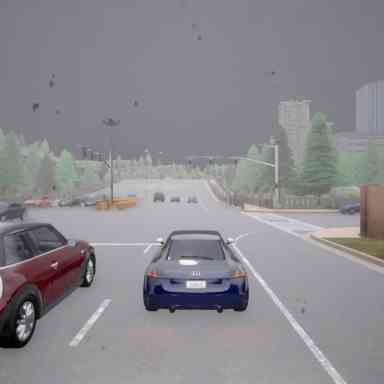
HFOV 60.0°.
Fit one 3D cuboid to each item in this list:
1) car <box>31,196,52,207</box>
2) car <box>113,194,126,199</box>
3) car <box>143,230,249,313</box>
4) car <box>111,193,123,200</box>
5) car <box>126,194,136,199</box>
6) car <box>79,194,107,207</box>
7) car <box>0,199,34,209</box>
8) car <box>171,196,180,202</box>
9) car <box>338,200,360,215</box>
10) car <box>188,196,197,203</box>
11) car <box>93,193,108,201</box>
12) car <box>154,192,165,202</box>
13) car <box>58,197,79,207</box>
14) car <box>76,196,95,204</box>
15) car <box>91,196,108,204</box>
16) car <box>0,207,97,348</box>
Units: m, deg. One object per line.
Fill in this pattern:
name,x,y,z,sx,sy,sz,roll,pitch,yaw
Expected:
car,-21.087,1.351,45.648,2.097,1.767,4.553,0,0,0
car,-14.066,1.563,61.716,1.994,1.385,4.181,0,0,0
car,0.078,1.564,7.739,1.994,1.385,4.181,0,0,0
car,-17.590,1.072,78.139,1.895,1.301,4.718,0,3,0
car,-14.084,1.117,76.902,2.033,1.411,5.357,0,3,0
car,-14.088,1.491,47.977,2.128,1.511,4.902,0,0,0
car,-14.095,1.505,24.837,1.837,1.490,4.892,0,0,0
car,-3.541,1.417,71.799,1.895,1.301,4.718,0,2,0
car,17.097,1.526,33.157,4.674,1.442,1.812,0,0,0
car,0.064,1.485,67.828,2.033,1.411,5.357,0,1,0
car,-21.085,1.101,77.153,2.033,1.411,5.357,0,3,0
car,-7.058,1.020,72.501,2.150,2.045,5.566,0,2,0
car,-17.587,1.491,47.845,2.128,1.511,4.902,0,0,0
car,-21.027,1.516,65.847,2.033,1.411,5.357,0,1,0
car,-17.548,1.500,63.078,1.837,1.490,4.892,0,0,0
car,-3.431,1.352,6.443,2.097,1.767,4.553,0,0,0
